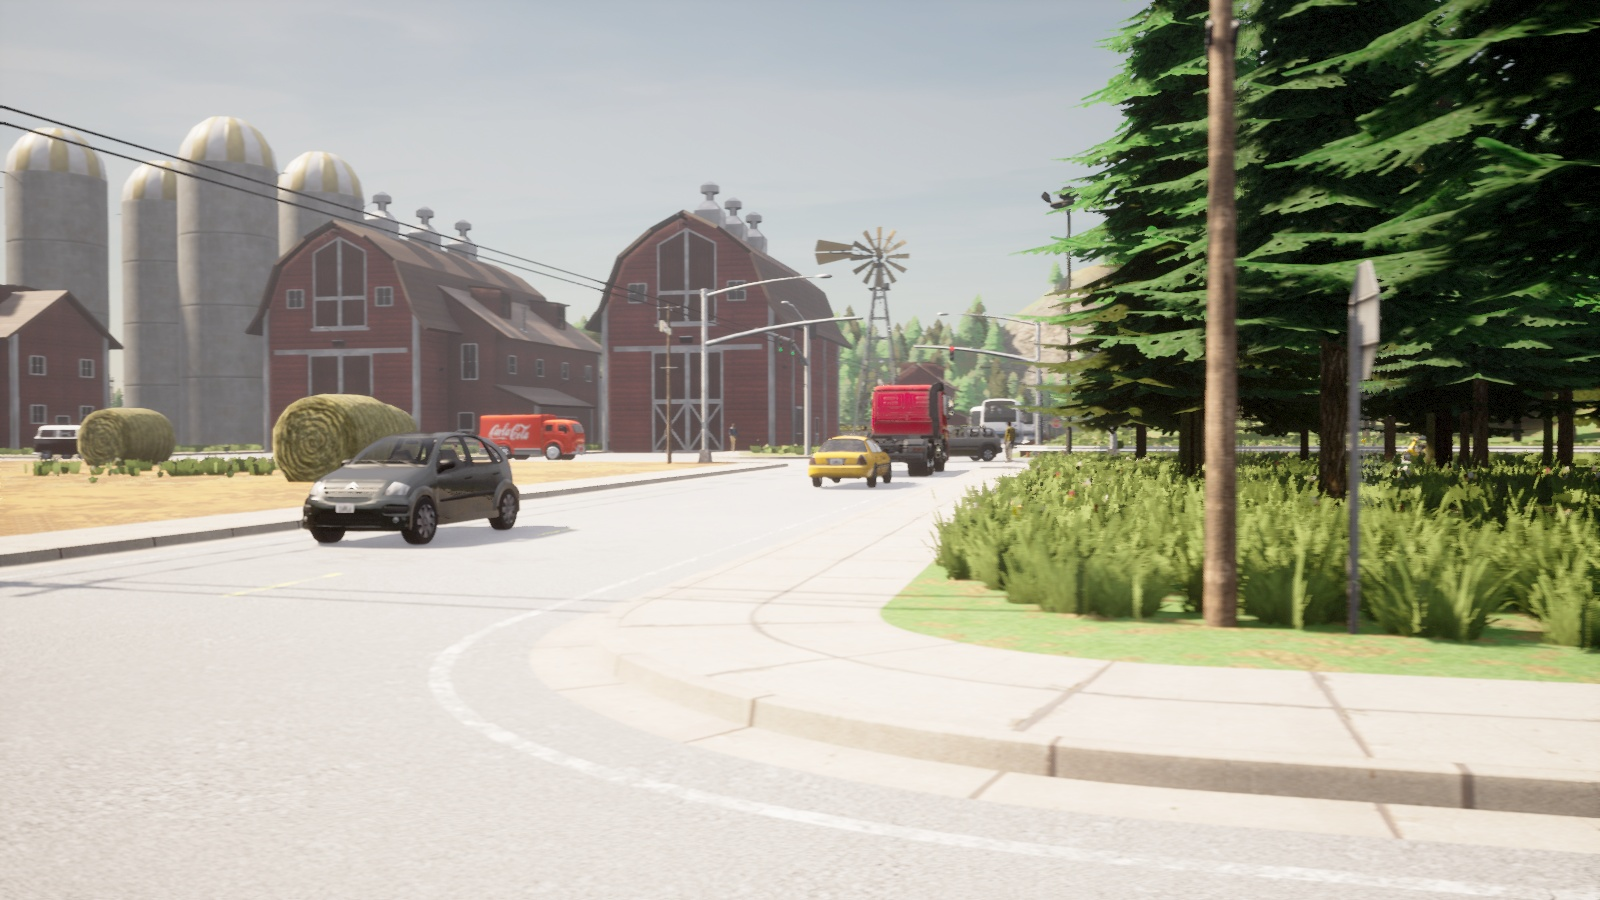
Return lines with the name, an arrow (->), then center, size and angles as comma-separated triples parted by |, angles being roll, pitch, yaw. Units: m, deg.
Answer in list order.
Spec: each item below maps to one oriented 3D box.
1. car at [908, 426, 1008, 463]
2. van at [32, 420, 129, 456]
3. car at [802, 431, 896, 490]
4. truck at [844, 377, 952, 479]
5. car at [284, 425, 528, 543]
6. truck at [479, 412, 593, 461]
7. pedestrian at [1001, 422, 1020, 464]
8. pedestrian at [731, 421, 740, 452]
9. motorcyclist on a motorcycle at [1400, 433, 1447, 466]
car -> 7.982, -0.275, 63.636 | 4.605, 1.855, 1.932 | 0, 1, -13
van -> -40.968, -0.703, 71.538 | 4.480, 2.038, 2.069 | 0, 1, 12
car -> 1.515, 0.246, 36.625 | 1.801, 1.575, 5.366 | 0, 1, 13
truck -> 3.783, -0.820, 46.693 | 2.891, 3.462, 7.936 | 0, 1, 13
car -> -5.929, 0.439, 19.453 | 1.851, 1.617, 3.988 | 0, 1, 13
truck -> -13.837, -0.719, 65.957 | 5.204, 2.467, 2.627 | 0, 1, 12
pedestrian -> 9.263, -0.294, 55.299 | 0.431, 1.840, 0.709 | 0, 1, -31
pedestrian -> -4.011, -0.836, 78.057 | 0.423, 1.949, 0.788 | 0, 1, -15
motorcyclist on a motorcycle -> 30.033, -0.020, 60.518 | 1.817, 1.590, 0.866 | 0, 1, 12
